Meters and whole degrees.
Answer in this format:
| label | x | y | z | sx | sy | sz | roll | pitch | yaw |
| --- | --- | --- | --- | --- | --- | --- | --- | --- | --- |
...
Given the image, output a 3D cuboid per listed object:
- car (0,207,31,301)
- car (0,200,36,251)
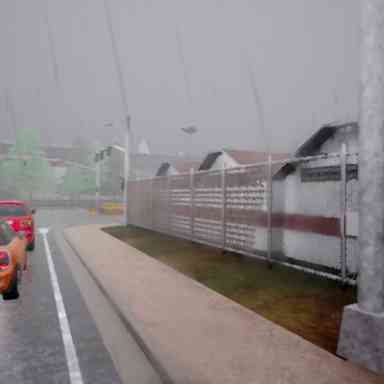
| label | x | y | z | sx | sy | sz | roll | pitch | yaw |
| --- | --- | --- | --- | --- | --- | --- | --- | --- | --- |
| car | -5.341 | 1.423 | 8.244 | 2.097 | 1.767 | 4.553 | 1 | -1 | -24 |
| car | -8.030 | 1.350 | 14.317 | 2.150 | 2.045 | 5.566 | 1 | -1 | -27 |
